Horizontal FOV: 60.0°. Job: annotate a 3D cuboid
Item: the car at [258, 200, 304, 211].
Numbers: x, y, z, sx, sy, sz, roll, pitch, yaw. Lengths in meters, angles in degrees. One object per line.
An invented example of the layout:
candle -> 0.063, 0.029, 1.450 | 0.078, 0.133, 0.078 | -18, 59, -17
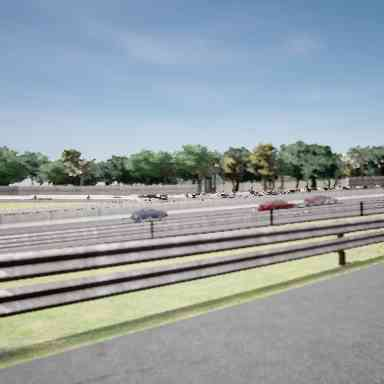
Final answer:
car -> 9.979, 1.613, 38.258 | 5.008, 1.535, 1.882 | -3, 2, -22

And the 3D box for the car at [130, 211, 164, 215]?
car -> -4.678, 2.334, 35.975 | 4.181, 1.385, 1.994 | -4, 2, -22

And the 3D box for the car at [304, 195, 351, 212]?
car -> 15.241, 1.426, 36.650 | 4.902, 1.511, 2.128 | -3, 2, -22
